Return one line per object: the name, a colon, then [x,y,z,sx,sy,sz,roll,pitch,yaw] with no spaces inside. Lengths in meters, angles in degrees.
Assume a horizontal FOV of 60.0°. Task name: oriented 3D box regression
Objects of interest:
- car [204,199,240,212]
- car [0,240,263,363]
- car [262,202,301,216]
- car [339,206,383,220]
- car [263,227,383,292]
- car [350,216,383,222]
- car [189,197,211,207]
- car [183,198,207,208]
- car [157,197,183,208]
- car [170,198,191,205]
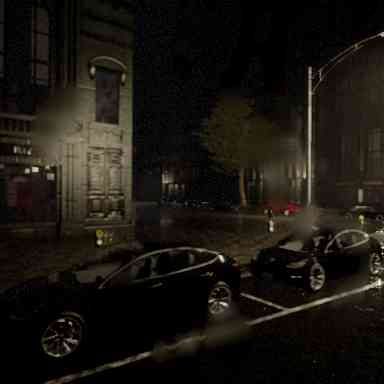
car: [4.647,2.066,48.439,2.033,1.411,5.357,1,0,-36]
car: [-1.014,1.598,5.930,4.313,1.339,1.947,1,-1,-36]
car: [10.694,1.967,40.010,1.882,1.535,5.008,1,0,-36]
car: [16.688,2.061,31.662,1.895,1.301,4.718,1,0,-36]
car: [3.571,1.671,9.206,4.313,1.339,1.947,1,-1,-36]
car: [8.157,1.729,12.484,4.403,1.369,2.008,1,-1,-36]
car: [1.516,1.966,64.190,2.097,1.767,4.553,1,0,-35]
car: [1.039,2.069,59.287,2.128,1.511,4.902,1,0,-35]
car: [-4.124,2.117,60.816,1.812,1.442,4.674,1,-1,-36]
car: [-2.487,1.962,69.685,1.882,1.535,5.008,1,-1,-36]
